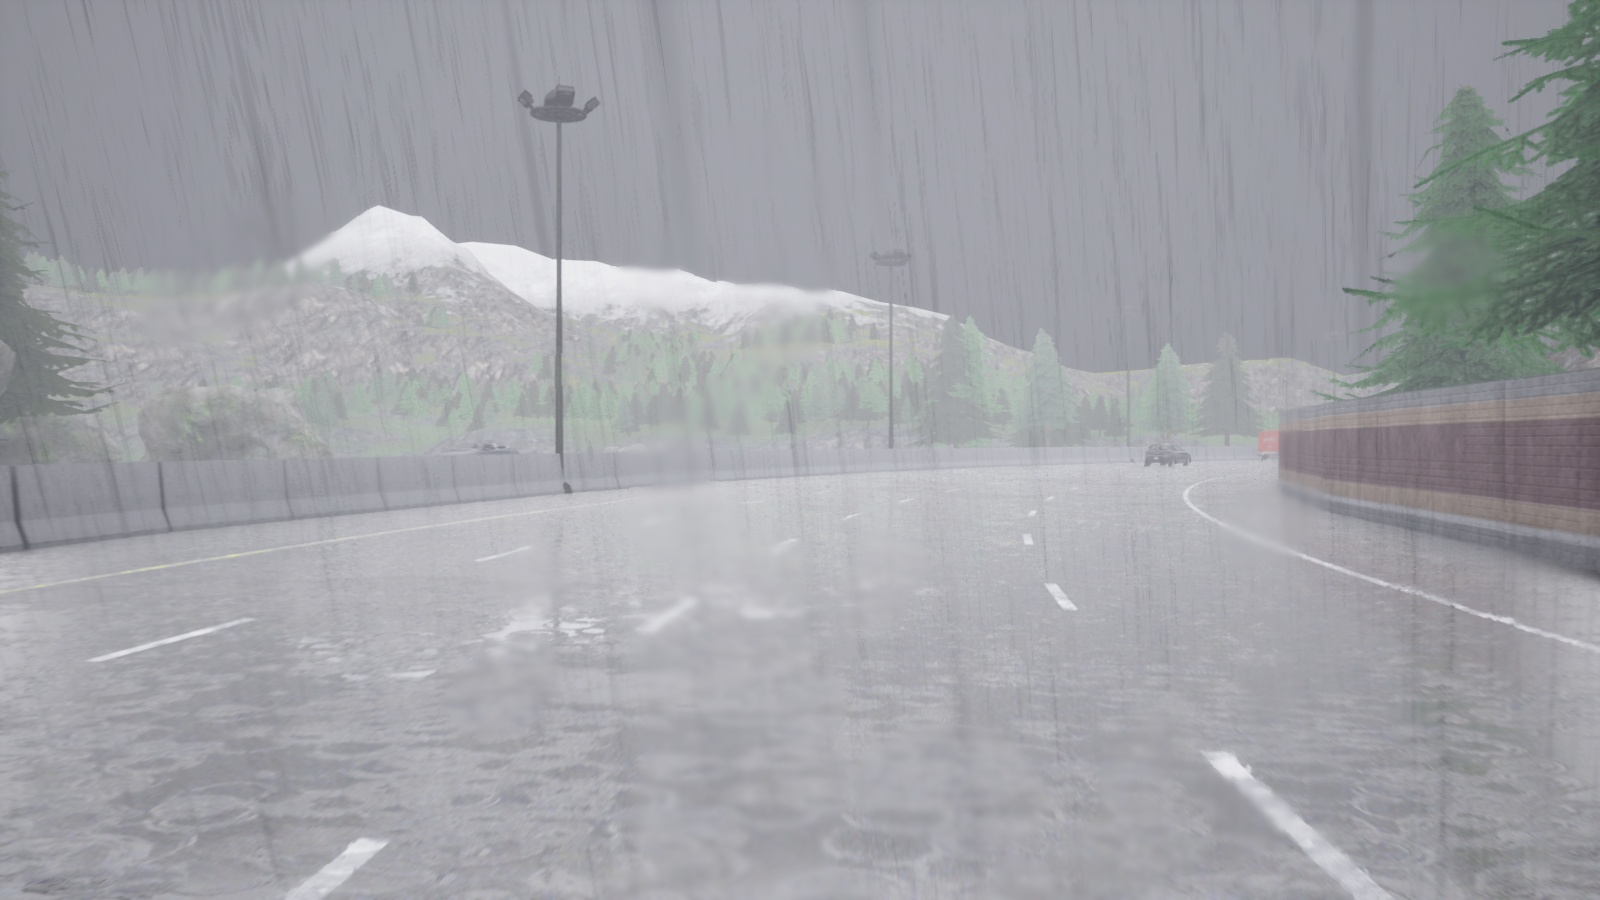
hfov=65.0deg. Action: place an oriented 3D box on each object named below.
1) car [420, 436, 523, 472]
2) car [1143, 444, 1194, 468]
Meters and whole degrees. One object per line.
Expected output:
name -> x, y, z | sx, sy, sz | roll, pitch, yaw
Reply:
car -> -15.600, 0.168, 59.987 | 2.152, 1.651, 5.027 | 0, 0, 23
car -> 23.370, 0.339, 79.578 | 1.816, 1.474, 4.193 | 0, 0, 36
